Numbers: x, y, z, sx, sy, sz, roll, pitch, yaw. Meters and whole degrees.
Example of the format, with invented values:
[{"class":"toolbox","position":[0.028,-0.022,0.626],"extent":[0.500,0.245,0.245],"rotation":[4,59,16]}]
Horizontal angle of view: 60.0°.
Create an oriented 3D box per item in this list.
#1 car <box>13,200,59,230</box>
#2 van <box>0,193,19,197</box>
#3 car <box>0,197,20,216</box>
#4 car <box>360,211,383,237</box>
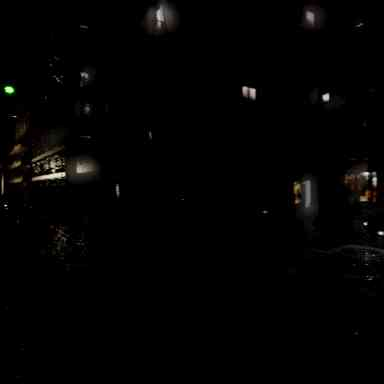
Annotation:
[{"class":"car","position":[-9.147,1.393,19.749],"extent":[1.947,1.339,4.313],"rotation":[-1,1,-34]},{"class":"van","position":[-18.453,1.053,33.561],"extent":[1.690,1.788,3.998],"rotation":[0,1,-34]},{"class":"car","position":[-15.350,1.333,28.959],"extent":[1.802,1.307,4.206],"rotation":[0,1,-34]},{"class":"car","position":[9.557,1.155,14.420],"extent":[5.357,1.411,2.033],"rotation":[-2,1,-34]}]
